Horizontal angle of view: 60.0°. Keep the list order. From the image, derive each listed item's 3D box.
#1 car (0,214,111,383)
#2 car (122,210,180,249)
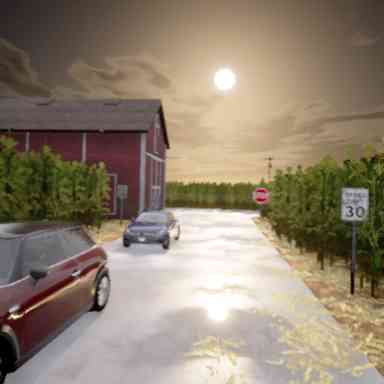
[{"bbox_3d":[-2.823,1.276,4.683,2.097,1.767,4.553,2,0,7],"label":"car"},{"bbox_3d":[-1.640,1.551,14.911,1.812,1.442,4.674,2,0,6],"label":"car"}]
